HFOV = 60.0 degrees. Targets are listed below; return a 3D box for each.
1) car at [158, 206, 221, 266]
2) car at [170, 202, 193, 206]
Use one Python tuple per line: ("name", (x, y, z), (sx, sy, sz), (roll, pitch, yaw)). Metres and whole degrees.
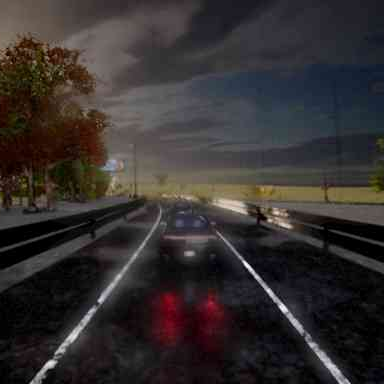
("car", (-0.124, 1.474, 11.538), (2.128, 1.511, 4.902), (0, 0, -1))
("car", (-0.853, 1.530, 27.386), (1.994, 1.385, 4.181), (0, 0, -3))
